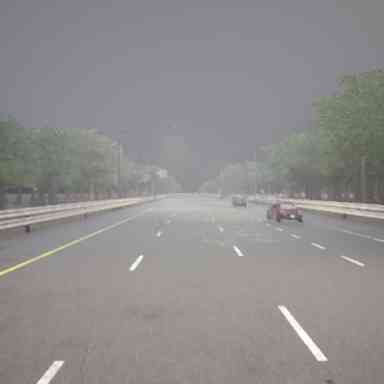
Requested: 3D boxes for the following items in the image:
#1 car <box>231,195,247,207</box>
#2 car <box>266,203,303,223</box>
[{"bbox_3d":[6.985,1.494,49.885,2.128,1.511,4.902,0,0,0],"label":"car"},{"bbox_3d":[6.990,1.532,25.374,1.812,1.442,4.674,0,0,0],"label":"car"}]
